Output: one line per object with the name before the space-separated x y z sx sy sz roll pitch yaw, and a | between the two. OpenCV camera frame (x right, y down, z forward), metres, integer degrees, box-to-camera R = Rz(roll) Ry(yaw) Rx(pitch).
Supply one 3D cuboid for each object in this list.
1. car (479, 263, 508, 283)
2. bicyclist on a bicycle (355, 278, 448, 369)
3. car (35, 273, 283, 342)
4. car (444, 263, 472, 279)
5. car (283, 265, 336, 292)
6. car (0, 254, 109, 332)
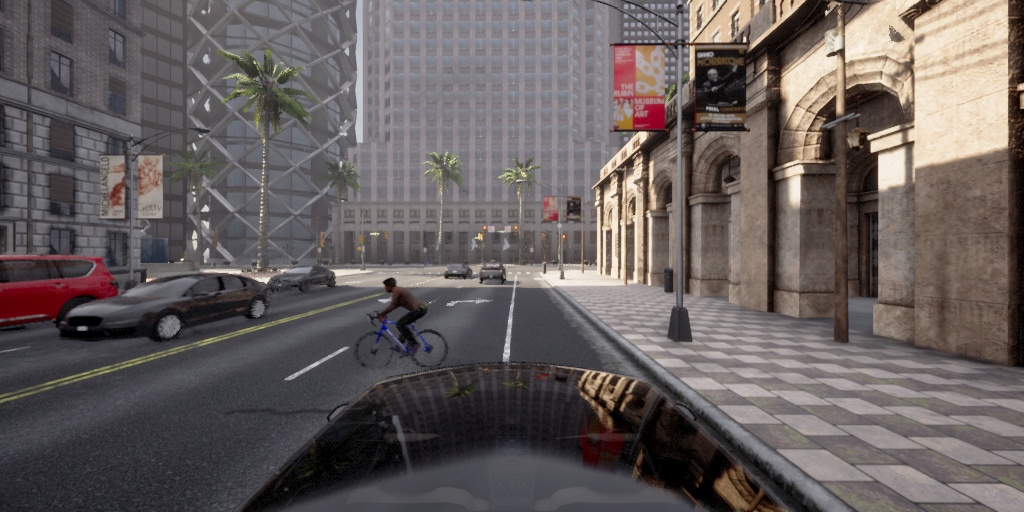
car | -1.398 1.241 27.636 2.128 1.511 4.902 0 0 1
bicyclist on a bicycle | -1.970 1.203 6.339 1.656 1.620 0.582 -2 0 1
car | -8.908 1.254 9.893 1.837 1.490 4.892 0 0 1
car | -4.845 1.313 32.707 1.994 1.385 4.181 0 0 1
car | -12.202 1.275 21.229 1.812 1.442 4.674 0 0 1
car | -12.430 0.974 7.991 2.150 2.045 5.566 0 0 1
